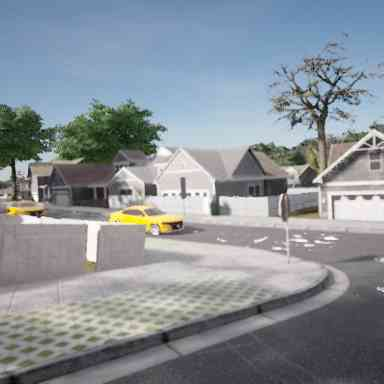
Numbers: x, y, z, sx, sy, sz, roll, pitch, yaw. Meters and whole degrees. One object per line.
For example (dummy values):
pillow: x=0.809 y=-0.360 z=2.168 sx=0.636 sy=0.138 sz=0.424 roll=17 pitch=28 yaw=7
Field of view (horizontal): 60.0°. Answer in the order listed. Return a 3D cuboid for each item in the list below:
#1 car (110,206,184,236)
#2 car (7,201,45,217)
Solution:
car: x=-2.727 y=1.583 z=19.632 sx=5.008 sy=1.535 sz=1.882 roll=0 pitch=3 yaw=38
car: x=-14.978 y=1.570 z=29.950 sx=5.008 sy=1.535 sz=1.882 roll=0 pitch=3 yaw=44
